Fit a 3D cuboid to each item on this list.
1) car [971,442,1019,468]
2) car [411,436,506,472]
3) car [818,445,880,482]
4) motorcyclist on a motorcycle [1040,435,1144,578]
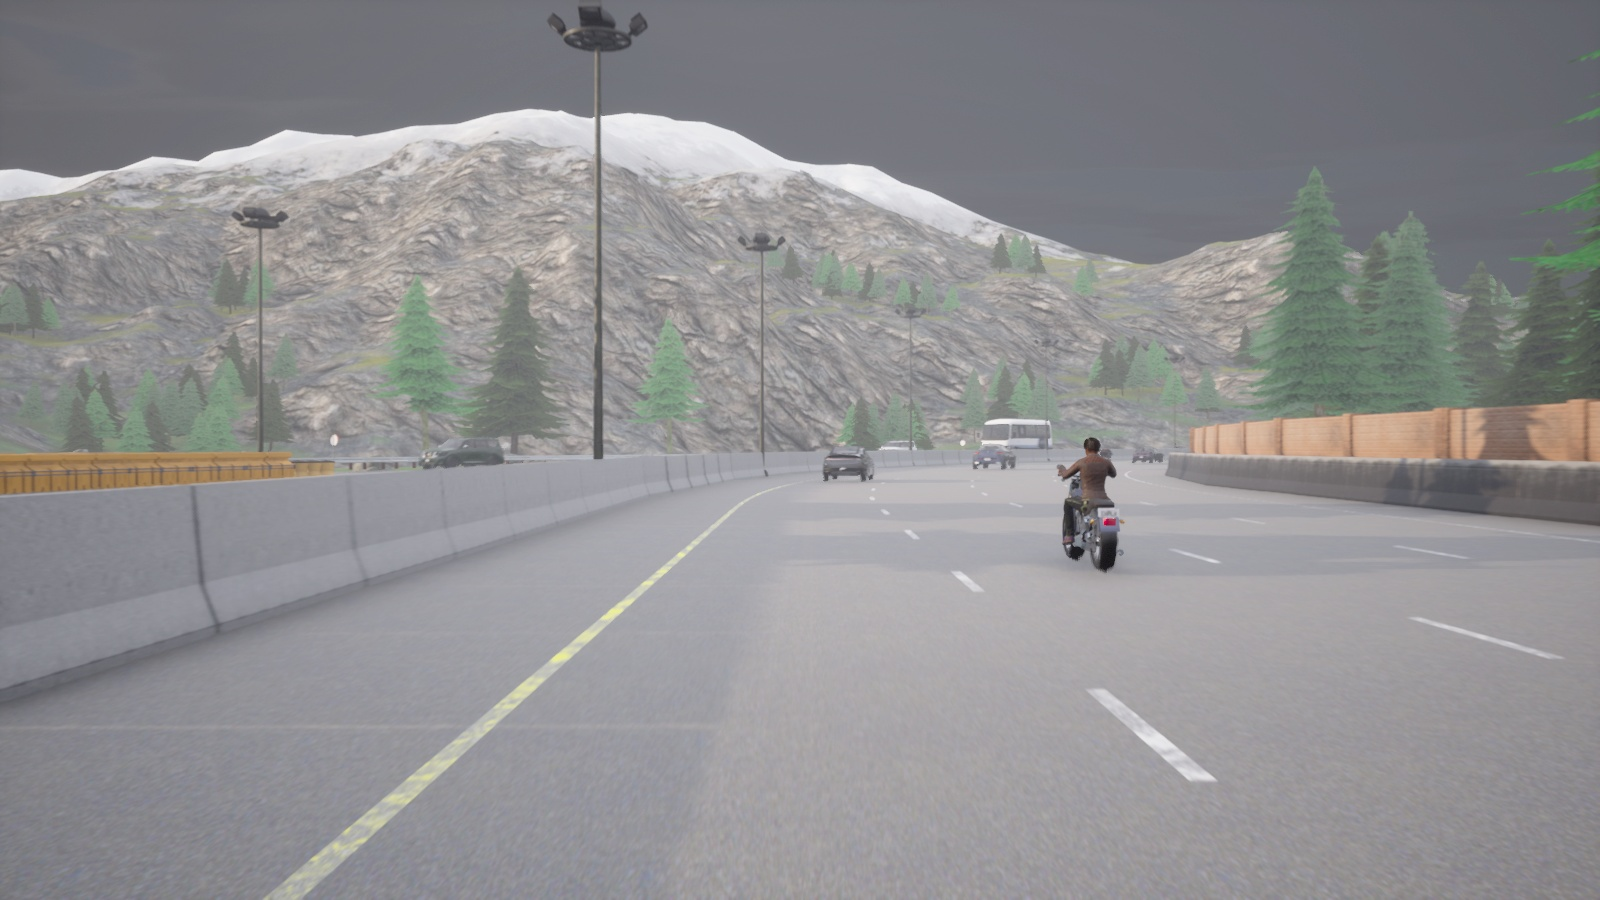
[{"bbox_3d":[12.601,0.292,80.720,2.152,1.651,5.027,0,0,20],"label":"car"},{"bbox_3d":[-20.530,0.220,75.849,2.150,2.045,5.566,0,0,32],"label":"car"},{"bbox_3d":[2.168,0.541,54.171,2.128,1.511,4.902,0,0,9],"label":"car"},{"bbox_3d":[3.606,0.653,15.730,0.766,1.649,2.350,0,0,0],"label":"motorcyclist on a motorcycle"}]
